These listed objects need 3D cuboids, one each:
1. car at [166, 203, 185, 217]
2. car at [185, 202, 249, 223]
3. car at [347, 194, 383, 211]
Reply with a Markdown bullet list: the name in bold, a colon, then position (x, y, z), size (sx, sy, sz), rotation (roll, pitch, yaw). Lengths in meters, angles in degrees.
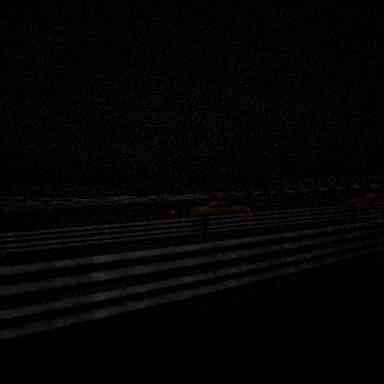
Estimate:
- **car**: position (0.402, 1.605, 30.107), size (5.357, 1.411, 2.033), rotation (-3, 1, -20)
- **car**: position (2.324, 1.525, 27.086), size (5.008, 1.535, 1.882), rotation (-3, 1, -20)
- **car**: position (15.476, 0.917, 28.215), size (5.008, 1.535, 1.882), rotation (-3, 1, -20)
